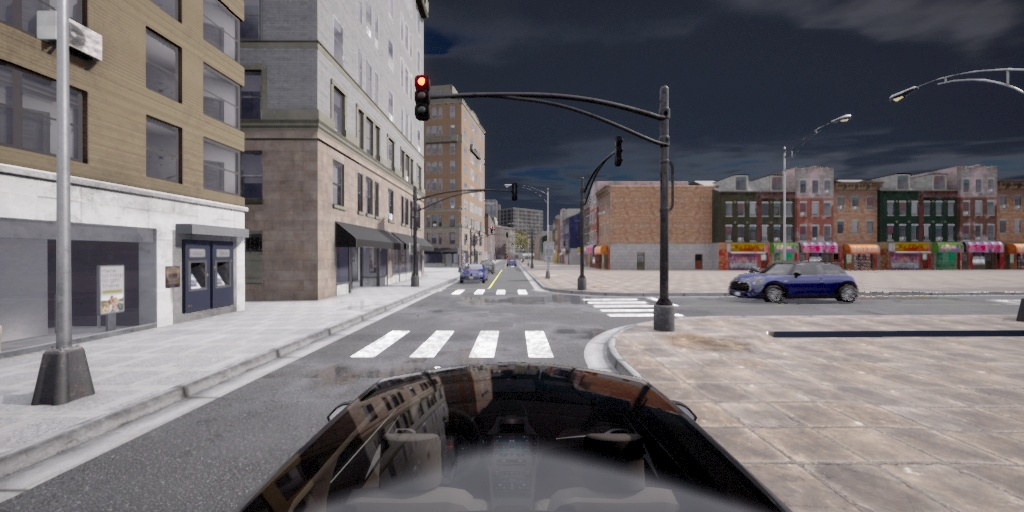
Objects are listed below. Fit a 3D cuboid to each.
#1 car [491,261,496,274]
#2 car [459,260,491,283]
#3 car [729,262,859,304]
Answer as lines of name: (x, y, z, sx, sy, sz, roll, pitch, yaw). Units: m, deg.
car: (-2.880, 1.254, 40.298, 1.837, 1.490, 4.892, 0, 0, 0)
car: (-2.872, 1.274, 27.775, 1.812, 1.442, 4.674, 0, 0, 0)
car: (12.058, 1.047, 15.586, 4.553, 1.767, 2.097, 0, 0, 0)
